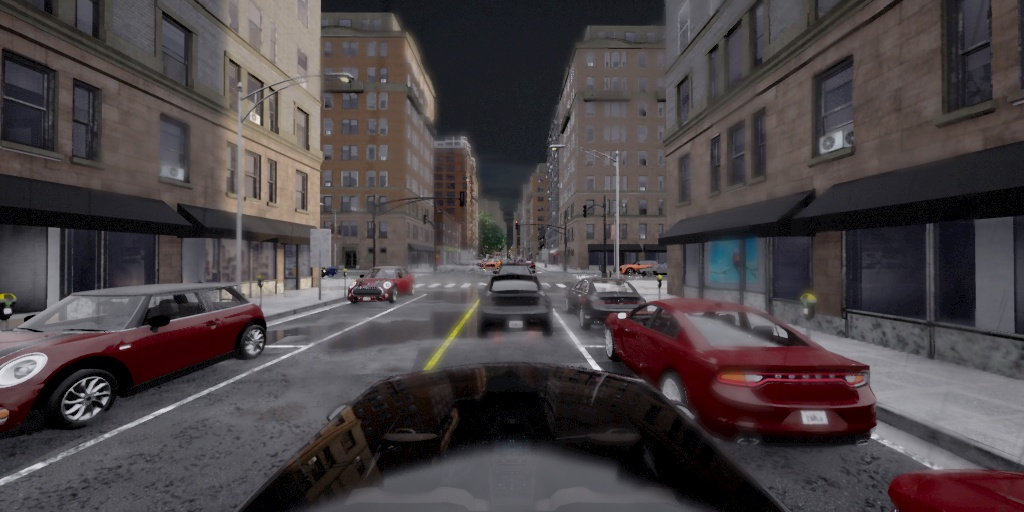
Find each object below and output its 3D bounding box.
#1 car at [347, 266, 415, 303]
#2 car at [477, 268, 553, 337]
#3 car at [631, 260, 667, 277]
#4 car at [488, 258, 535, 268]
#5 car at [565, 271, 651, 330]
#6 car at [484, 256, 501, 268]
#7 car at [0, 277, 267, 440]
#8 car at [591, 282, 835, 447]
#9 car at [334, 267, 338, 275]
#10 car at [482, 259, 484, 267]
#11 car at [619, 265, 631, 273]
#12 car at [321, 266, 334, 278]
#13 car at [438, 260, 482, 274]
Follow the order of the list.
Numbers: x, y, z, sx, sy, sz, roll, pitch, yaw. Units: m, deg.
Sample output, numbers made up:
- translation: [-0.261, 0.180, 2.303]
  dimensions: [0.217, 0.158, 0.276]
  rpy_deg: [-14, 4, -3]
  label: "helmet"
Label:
- translation: [-5.835, 1.195, 16.389]
  dimensions: [1.967, 1.591, 4.097]
  rpy_deg: [0, 0, 0]
  label: "car"
- translation: [0.056, 1.258, 10.313]
  dimensions: [1.837, 1.490, 4.892]
  rpy_deg: [0, 0, -1]
  label: "car"
- translation: [15.189, 1.395, 36.004]
  dimensions: [5.357, 1.411, 2.033]
  rpy_deg: [0, 0, 0]
  label: "car"
- translation: [0.120, 1.108, 17.728]
  dimensions: [2.097, 1.767, 4.553]
  rpy_deg: [0, 0, 0]
  label: "car"
- translation: [2.683, 1.303, 10.889]
  dimensions: [2.007, 1.370, 4.403]
  rpy_deg: [0, 0, 0]
  label: "car"
- translation: [-3.145, 1.148, 55.541]
  dimensions: [2.097, 1.767, 4.553]
  rpy_deg: [0, 0, 0]
  label: "car"
- translation: [-5.852, 1.190, 5.403]
  dimensions: [1.967, 1.591, 4.097]
  rpy_deg: [0, 0, 0]
  label: "car"
- translation: [2.675, 1.296, 5.397]
  dimensions: [1.888, 1.381, 4.507]
  rpy_deg: [0, 0, 0]
  label: "car"
- translation: [-18.410, 1.150, 32.413]
  dimensions: [5.008, 1.535, 1.882]
  rpy_deg: [0, 0, 0]
  label: "car"
- translation: [-5.909, 1.345, 54.750]
  dimensions: [2.007, 1.370, 4.403]
  rpy_deg: [0, 0, 0]
  label: "car"
- translation: [14.024, 1.221, 39.265]
  dimensions: [4.553, 1.767, 2.097]
  rpy_deg: [0, 0, 0]
  label: "car"
- translation: [-18.020, 0.869, 29.159]
  dimensions: [5.566, 2.045, 2.150]
  rpy_deg: [0, 0, 0]
  label: "car"
- translation: [-6.070, 1.376, 40.990]
  dimensions: [1.895, 1.301, 4.718]
  rpy_deg: [0, 0, 43]
  label: "car"
